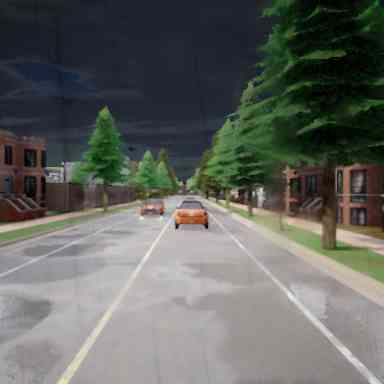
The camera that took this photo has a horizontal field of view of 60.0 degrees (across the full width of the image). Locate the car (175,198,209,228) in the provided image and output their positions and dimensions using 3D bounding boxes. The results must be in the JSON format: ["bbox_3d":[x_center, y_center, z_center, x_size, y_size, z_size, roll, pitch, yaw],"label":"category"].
[{"bbox_3d":[-0.028,1.360,22.138,2.097,1.767,4.553,0,0,0],"label":"car"}]

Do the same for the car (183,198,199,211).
[{"bbox_3d":[-0.143,1.521,41.618,1.837,1.490,4.892,0,0,0],"label":"car"}]

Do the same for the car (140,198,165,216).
[{"bbox_3d":[-3.781,1.372,32.498,2.097,1.767,4.553,0,0,0],"label":"car"}]
